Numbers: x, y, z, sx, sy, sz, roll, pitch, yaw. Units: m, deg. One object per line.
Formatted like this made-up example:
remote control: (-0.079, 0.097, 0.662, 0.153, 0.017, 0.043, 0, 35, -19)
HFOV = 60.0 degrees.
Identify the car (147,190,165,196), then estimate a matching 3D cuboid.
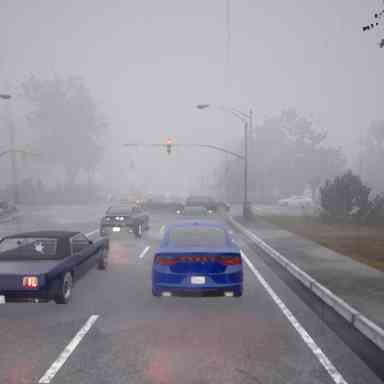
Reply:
car: (-6.976, 0.956, 64.295, 1.882, 1.535, 5.008, 0, 1, 0)

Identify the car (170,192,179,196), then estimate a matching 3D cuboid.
car: (-3.305, 1.050, 61.938, 2.033, 1.411, 5.357, 0, 1, 0)

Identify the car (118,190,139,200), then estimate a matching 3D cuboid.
car: (-10.545, 0.930, 53.876, 2.097, 1.767, 4.553, 0, 0, 1)

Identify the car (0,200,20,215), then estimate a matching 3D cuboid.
car: (-18.371, 1.275, 30.337, 4.902, 1.511, 2.128, 0, 1, -3)

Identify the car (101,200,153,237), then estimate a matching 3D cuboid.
car: (-3.376, 1.402, 17.272, 1.837, 1.490, 4.892, 0, 0, 0)

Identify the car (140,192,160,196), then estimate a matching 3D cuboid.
car: (-7.016, 1.127, 55.487, 1.994, 1.385, 4.181, 0, 1, 0)

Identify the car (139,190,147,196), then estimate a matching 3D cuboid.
car: (-10.474, 0.709, 63.460, 2.150, 2.045, 5.566, 0, 1, 0)

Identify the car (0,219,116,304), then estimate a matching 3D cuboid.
car: (-3.388, 1.573, 8.020, 1.895, 1.301, 4.718, 0, 0, 0)

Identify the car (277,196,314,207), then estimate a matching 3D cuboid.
car: (13.283, 1.200, 42.801, 4.674, 1.442, 1.812, 0, 1, -3)

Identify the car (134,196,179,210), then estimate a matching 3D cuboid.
car: (-3.344, 1.346, 34.673, 4.718, 1.301, 1.895, 0, 1, -3)

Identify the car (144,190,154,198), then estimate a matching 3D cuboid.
car: (-10.806, 0.445, 84.255, 2.150, 2.045, 5.566, 0, 1, -3)

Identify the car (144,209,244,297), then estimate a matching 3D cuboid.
car: (0.113, 1.446, 8.567, 1.882, 1.535, 5.008, 0, 0, 0)

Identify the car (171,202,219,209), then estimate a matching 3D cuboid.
car: (0.123, 1.459, 17.549, 1.994, 1.385, 4.181, 0, 0, 0)

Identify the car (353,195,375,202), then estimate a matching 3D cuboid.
car: (22.471, 1.175, 43.309, 4.892, 1.490, 1.837, 0, 1, -3)

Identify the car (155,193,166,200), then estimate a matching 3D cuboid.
car: (-6.997, 0.957, 74.320, 1.895, 1.301, 4.718, 0, 1, -1)

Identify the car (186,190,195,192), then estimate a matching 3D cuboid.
car: (-0.354, 0.419, 85.440, 2.150, 2.045, 5.566, 0, 1, -4)

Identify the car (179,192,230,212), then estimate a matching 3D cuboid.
car: (1.314, 1.125, 31.423, 4.553, 1.767, 2.097, 0, 1, -3)
